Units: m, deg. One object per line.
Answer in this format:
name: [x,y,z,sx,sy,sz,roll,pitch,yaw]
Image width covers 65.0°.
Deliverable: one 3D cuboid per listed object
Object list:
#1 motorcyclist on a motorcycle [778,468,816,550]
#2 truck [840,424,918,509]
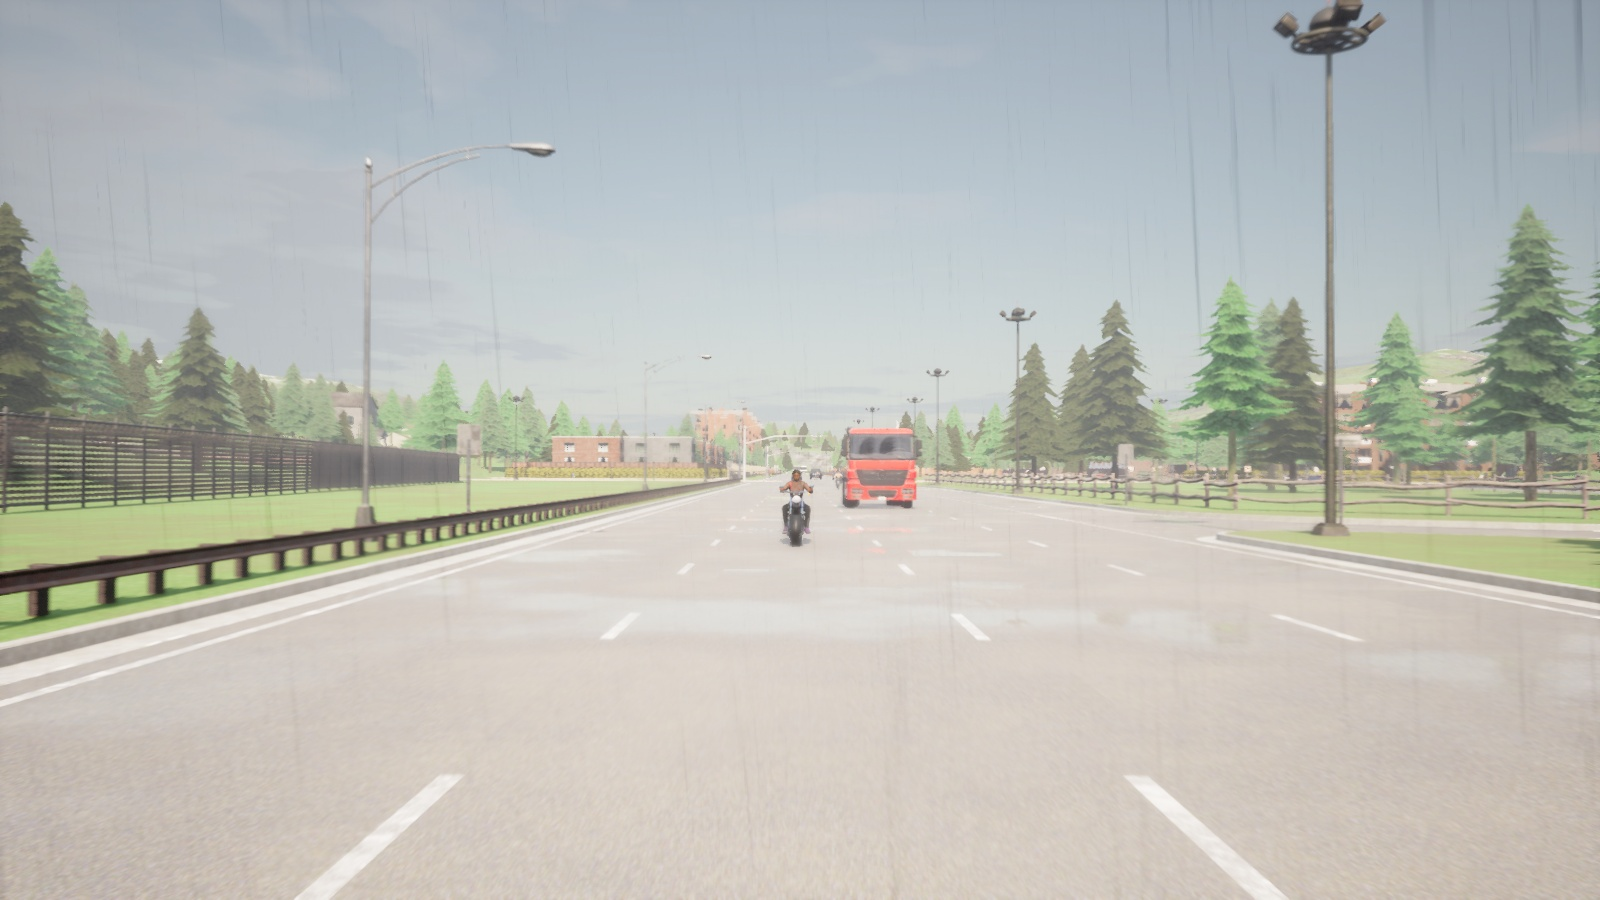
motorcyclist on a motorcycle: [-0.065,1.208,26.554,0.766,1.649,2.350,0,-1,0]
truck: [3.362,0.744,55.456,2.891,3.462,7.936,0,-1,0]
